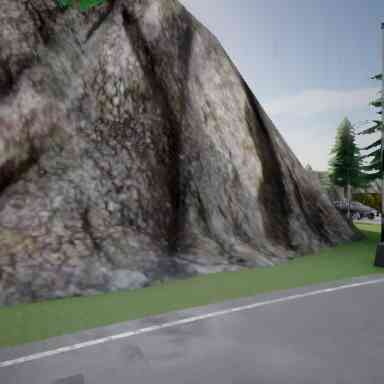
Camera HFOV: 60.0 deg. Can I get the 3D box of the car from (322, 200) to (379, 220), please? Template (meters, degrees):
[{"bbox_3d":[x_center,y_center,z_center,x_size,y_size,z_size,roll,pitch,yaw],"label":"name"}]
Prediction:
[{"bbox_3d":[13.446,1.492,28.490,2.128,1.511,4.902,0,0,-25],"label":"car"}]
